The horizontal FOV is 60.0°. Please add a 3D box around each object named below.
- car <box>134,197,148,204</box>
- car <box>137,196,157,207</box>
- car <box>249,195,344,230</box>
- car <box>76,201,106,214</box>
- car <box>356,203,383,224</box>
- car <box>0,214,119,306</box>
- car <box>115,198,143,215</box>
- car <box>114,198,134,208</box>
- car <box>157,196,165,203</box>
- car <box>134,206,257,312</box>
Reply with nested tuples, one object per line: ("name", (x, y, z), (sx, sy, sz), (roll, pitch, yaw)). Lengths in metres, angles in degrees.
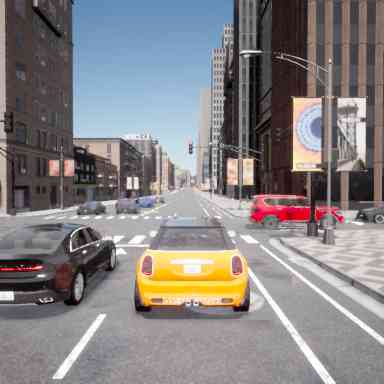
("car", (-9.803, 1.631, 63.898), (1.895, 1.301, 4.718), (0, 0, 0))
("car", (-6.600, 1.502, 48.086), (1.882, 1.535, 5.008), (0, 1, 0))
("car", (6.259, 1.209, 20.429), (5.566, 2.045, 2.150), (0, 1, 5))
("car", (-9.854, 1.577, 32.799), (1.994, 1.385, 4.181), (0, 0, 0))
("car", (13.983, 1.470, 23.549), (4.181, 1.385, 1.994), (0, 1, 0))
("car", (-3.155, 1.504, 8.023), (1.837, 1.490, 4.892), (0, 0, 0))
("car", (-6.461, 1.578, 33.666), (1.994, 1.385, 4.181), (0, 0, -3))
("car", (-9.850, 1.588, 48.329), (1.994, 1.385, 4.181), (0, 0, 0))
("car", (-6.529, 1.524, 67.115), (2.128, 1.511, 4.902), (0, 0, 0))
("car", (0.009, 1.351, 7.878), (2.097, 1.767, 4.553), (0, 0, 0))
